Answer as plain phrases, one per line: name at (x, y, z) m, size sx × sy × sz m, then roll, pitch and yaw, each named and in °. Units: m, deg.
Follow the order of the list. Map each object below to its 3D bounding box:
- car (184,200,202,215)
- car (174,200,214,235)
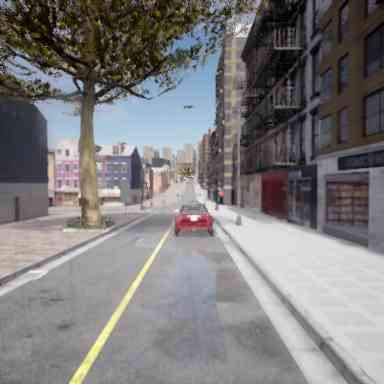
car at (0.083, 1.666, 36.695) m, size 1.837 × 1.490 × 4.892 m, roll 0°, pitch 0°, yaw -1°
car at (0.103, 1.400, 19.169) m, size 2.097 × 1.767 × 4.553 m, roll 0°, pitch 0°, yaw 0°
